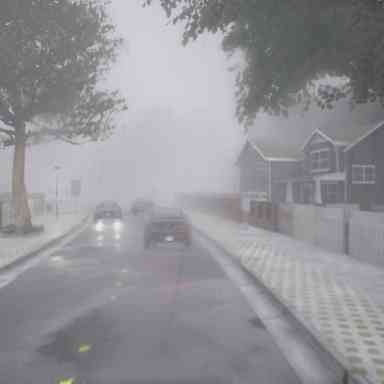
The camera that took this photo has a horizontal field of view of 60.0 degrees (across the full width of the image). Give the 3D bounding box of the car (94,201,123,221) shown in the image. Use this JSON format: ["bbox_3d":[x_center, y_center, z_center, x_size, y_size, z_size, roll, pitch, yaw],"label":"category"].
[{"bbox_3d":[-6.194,1.358,24.740,1.994,1.385,4.181,0,0,-14],"label":"car"}]

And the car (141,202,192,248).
[{"bbox_3d":[-1.153,1.395,14.357,1.837,1.490,4.892,0,1,-8],"label":"car"}]

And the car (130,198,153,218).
[{"bbox_3d":[-4.257,1.257,28.802,2.128,1.511,4.902,0,0,-15],"label":"car"}]
